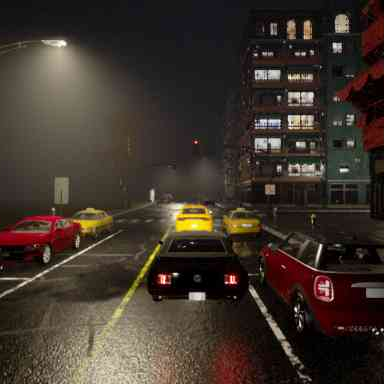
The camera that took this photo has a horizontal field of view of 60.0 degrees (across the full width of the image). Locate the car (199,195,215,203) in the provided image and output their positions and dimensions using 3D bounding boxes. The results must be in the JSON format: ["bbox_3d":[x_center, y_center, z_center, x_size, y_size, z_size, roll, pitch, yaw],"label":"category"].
[{"bbox_3d":[2.576,1.565,50.205,2.008,1.369,4.403,1,0,0],"label":"car"}]

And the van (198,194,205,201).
[{"bbox_3d":[2.580,1.369,89.832,1.690,1.788,3.998,1,0,0],"label":"van"}]

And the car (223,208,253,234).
[{"bbox_3d":[2.575,1.530,17.861,1.752,1.417,4.829,1,0,0],"label":"car"}]

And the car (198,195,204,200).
[{"bbox_3d":[2.578,1.555,95.664,1.752,1.417,4.829,1,0,0],"label":"car"}]

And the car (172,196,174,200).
[{"bbox_3d":[-5.301,1.334,66.705,2.192,1.841,5.009,1,0,0],"label":"car"}]

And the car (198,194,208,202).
[{"bbox_3d":[2.580,1.338,78.510,2.192,1.841,5.009,1,0,0],"label":"car"}]

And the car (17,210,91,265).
[{"bbox_3d":[-5.306,1.547,11.728,1.887,1.381,4.507,1,0,0],"label":"car"}]

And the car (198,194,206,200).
[{"bbox_3d":[2.576,1.599,61.527,1.802,1.307,4.206,1,0,0],"label":"car"}]

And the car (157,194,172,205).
[{"bbox_3d":[-5.303,1.457,61.051,1.967,1.590,4.097,1,0,0],"label":"car"}]

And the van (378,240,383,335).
[{"bbox_3d":[2.576,1.341,1.056,1.690,1.788,3.998,1,0,0],"label":"van"}]

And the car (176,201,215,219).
[{"bbox_3d":[0.103,1.482,18.360,1.882,1.535,5.008,0,0,0],"label":"car"}]

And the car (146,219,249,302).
[{"bbox_3d":[0.101,1.603,8.243,1.895,1.301,4.718,0,0,0],"label":"car"}]

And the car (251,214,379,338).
[{"bbox_3d":[2.575,1.442,6.601,1.967,1.590,4.097,1,0,0],"label":"car"}]

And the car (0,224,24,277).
[{"bbox_3d":[-5.306,1.552,6.192,2.008,1.369,4.403,1,0,0],"label":"car"}]

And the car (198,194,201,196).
[{"bbox_3d":[2.577,1.587,72.849,1.947,1.339,4.313,1,0,0],"label":"car"}]

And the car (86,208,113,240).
[{"bbox_3d":[-5.305,1.529,17.094,1.752,1.417,4.829,1,0,0],"label":"car"}]
